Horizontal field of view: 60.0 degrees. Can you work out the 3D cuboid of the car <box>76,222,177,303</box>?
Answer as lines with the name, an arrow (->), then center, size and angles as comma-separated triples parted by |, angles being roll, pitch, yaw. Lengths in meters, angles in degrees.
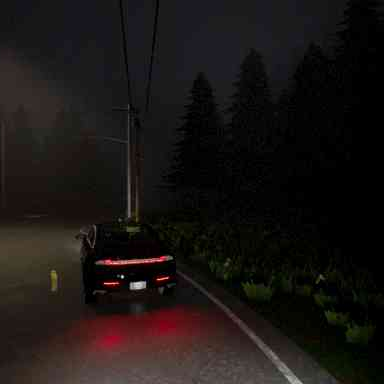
car -> -1.789, 1.492, 8.351 | 2.128, 1.511, 4.902 | 0, 0, -19
